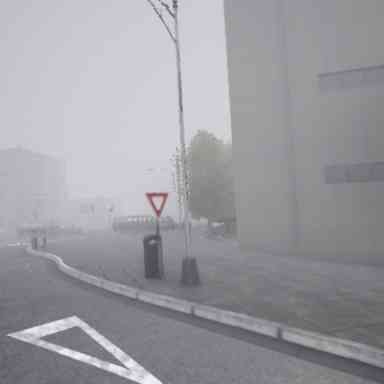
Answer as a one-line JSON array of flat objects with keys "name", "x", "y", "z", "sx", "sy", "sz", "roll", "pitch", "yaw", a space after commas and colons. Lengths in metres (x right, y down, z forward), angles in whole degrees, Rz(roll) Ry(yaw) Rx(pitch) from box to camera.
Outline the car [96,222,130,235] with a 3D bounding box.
[{"name": "car", "x": -14.589, "y": 6.662, "z": 61.270, "sx": 5.566, "sy": 2.045, "sz": 2.435, "roll": -4, "pitch": -6, "yaw": 8}]

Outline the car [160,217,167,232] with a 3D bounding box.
[{"name": "car", "x": -5.724, "y": 3.950, "z": 37.736, "sx": 4.792, "sy": 1.488, "sz": 2.163, "roll": -4, "pitch": -6, "yaw": 8}]

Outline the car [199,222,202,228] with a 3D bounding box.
[{"name": "car", "x": -1.058, "y": 7.029, "z": 67.932, "sx": 4.892, "sy": 1.521, "sz": 2.231, "roll": -4, "pitch": -6, "yaw": 8}]

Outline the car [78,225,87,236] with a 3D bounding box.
[{"name": "car", "x": -17.090, "y": 5.077, "z": 44.785, "sx": 4.553, "sy": 1.767, "sz": 2.185, "roll": -4, "pitch": -6, "yaw": 8}]

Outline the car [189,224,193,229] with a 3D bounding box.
[{"name": "car", "x": -3.009, "y": 5.590, "z": 54.175, "sx": 5.366, "sy": 1.575, "sz": 1.946, "roll": -4, "pitch": -6, "yaw": 8}]

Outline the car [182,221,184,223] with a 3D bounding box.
[{"name": "car", "x": -3.589, "y": 5.347, "z": 51.448, "sx": 4.792, "sy": 1.488, "sz": 2.163, "roll": -4, "pitch": -6, "yaw": 8}]

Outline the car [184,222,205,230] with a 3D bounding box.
[{"name": "car", "x": 0.683, "y": 8.040, "z": 78.926, "sx": 4.553, "sy": 1.767, "sz": 2.185, "roll": -4, "pitch": -6, "yaw": 9}]

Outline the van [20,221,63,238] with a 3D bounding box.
[{"name": "van", "x": -18.091, "y": 4.447, "z": 39.343, "sx": 4.442, "sy": 1.987, "sz": 1.878, "roll": -4, "pitch": -6, "yaw": 8}]

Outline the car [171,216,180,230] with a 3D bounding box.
[{"name": "car", "x": -4.942, "y": 4.218, "z": 43.250, "sx": 5.566, "sy": 2.045, "sz": 2.435, "roll": -4, "pitch": -6, "yaw": 8}]

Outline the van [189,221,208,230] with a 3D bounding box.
[{"name": "van", "x": 1.619, "y": 8.504, "z": 84.415, "sx": 4.442, "sy": 1.987, "sz": 1.878, "roll": -4, "pitch": -6, "yaw": 8}]

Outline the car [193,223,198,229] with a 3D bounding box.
[{"name": "car", "x": -2.153, "y": 6.159, "z": 59.667, "sx": 5.366, "sy": 1.575, "sz": 1.946, "roll": -4, "pitch": -6, "yaw": 8}]

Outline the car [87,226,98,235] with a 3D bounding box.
[{"name": "car", "x": -16.851, "y": 5.509, "z": 47.672, "sx": 5.366, "sy": 1.575, "sz": 1.946, "roll": -4, "pitch": -6, "yaw": 8}]

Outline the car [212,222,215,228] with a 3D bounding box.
[{"name": "car", "x": 2.814, "y": 9.338, "z": 92.670, "sx": 5.566, "sy": 2.045, "sz": 2.435, "roll": -4, "pitch": -6, "yaw": 9}]

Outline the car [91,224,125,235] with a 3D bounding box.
[{"name": "car", "x": -14.775, "y": 6.624, "z": 58.591, "sx": 5.366, "sy": 1.575, "sz": 1.946, "roll": -4, "pitch": -6, "yaw": 8}]

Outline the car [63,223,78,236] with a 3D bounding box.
[{"name": "car", "x": -17.547, "y": 4.924, "z": 42.034, "sx": 5.008, "sy": 1.535, "sz": 2.097, "roll": -4, "pitch": -6, "yaw": 8}]

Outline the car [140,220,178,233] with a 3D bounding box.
[{"name": "car", "x": -4.503, "y": 4.782, "z": 45.965, "sx": 4.792, "sy": 1.488, "sz": 2.163, "roll": -4, "pitch": -6, "yaw": 8}]

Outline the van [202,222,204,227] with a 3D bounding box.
[{"name": "van", "x": -0.322, "y": 7.380, "z": 73.466, "sx": 4.442, "sy": 1.987, "sz": 1.878, "roll": -4, "pitch": -6, "yaw": 8}]

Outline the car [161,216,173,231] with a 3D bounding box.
[{"name": "car", "x": -5.322, "y": 4.191, "z": 40.530, "sx": 5.008, "sy": 1.535, "sz": 2.097, "roll": -4, "pitch": -6, "yaw": 8}]

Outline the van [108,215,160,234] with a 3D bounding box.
[{"name": "van", "x": -6.074, "y": 3.449, "z": 35.005, "sx": 4.442, "sy": 1.987, "sz": 1.878, "roll": -4, "pitch": -6, "yaw": 8}]

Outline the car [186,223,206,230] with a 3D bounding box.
[{"name": "car", "x": 1.086, "y": 8.491, "z": 81.657, "sx": 4.674, "sy": 1.452, "sz": 2.002, "roll": -4, "pitch": -6, "yaw": 8}]

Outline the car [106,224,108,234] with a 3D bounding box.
[{"name": "car", "x": -15.808, "y": 6.109, "z": 53.125, "sx": 4.674, "sy": 1.452, "sz": 2.002, "roll": -4, "pitch": -6, "yaw": 8}]

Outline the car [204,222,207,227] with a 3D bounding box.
[{"name": "car", "x": 0.245, "y": 7.895, "z": 76.293, "sx": 5.008, "sy": 1.535, "sz": 2.097, "roll": -4, "pitch": -6, "yaw": 8}]

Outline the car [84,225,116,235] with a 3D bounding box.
[{"name": "car", "x": -15.400, "y": 6.381, "z": 55.747, "sx": 4.674, "sy": 1.452, "sz": 2.002, "roll": -4, "pitch": -6, "yaw": 8}]

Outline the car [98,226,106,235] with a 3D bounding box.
[{"name": "car", "x": -16.210, "y": 5.813, "z": 50.381, "sx": 4.792, "sy": 1.488, "sz": 2.163, "roll": -4, "pitch": -6, "yaw": 8}]
